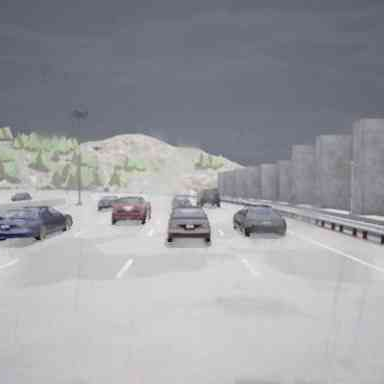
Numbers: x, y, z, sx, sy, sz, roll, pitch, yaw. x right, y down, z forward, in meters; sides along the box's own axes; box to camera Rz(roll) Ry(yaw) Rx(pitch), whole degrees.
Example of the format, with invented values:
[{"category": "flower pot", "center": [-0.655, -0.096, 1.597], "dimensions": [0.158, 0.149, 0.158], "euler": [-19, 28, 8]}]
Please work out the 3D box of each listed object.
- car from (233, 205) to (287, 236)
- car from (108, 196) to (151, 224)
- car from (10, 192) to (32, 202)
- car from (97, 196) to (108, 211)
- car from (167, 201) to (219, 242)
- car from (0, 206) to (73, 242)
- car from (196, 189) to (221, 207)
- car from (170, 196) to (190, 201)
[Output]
[{"category": "car", "center": [3.297, 1.332, 16.809], "dimensions": [1.994, 1.385, 4.181], "euler": [0, 1, -1]}, {"category": "car", "center": [-3.884, 1.050, 21.951], "dimensions": [2.097, 1.767, 4.553], "euler": [0, 1, -2]}, {"category": "car", "center": [-24.593, 0.850, 48.042], "dimensions": [1.837, 1.490, 4.892], "euler": [0, 0, -11]}, {"category": "car", "center": [-8.157, 1.092, 33.207], "dimensions": [2.033, 1.411, 5.357], "euler": [0, 1, -6]}, {"category": "car", "center": [-0.158, 1.337, 15.201], "dimensions": [2.033, 1.411, 5.357], "euler": [0, 1, -1]}, {"category": "car", "center": [-7.158, 1.338, 15.189], "dimensions": [2.033, 1.411, 5.357], "euler": [0, 1, -1]}, {"category": "car", "center": [1.831, 0.693, 38.384], "dimensions": [2.150, 2.045, 5.566], "euler": [0, 1, -7]}, {"category": "car", "center": [-1.129, 1.091, 33.220], "dimensions": [2.033, 1.411, 5.357], "euler": [0, 1, -5]}]
